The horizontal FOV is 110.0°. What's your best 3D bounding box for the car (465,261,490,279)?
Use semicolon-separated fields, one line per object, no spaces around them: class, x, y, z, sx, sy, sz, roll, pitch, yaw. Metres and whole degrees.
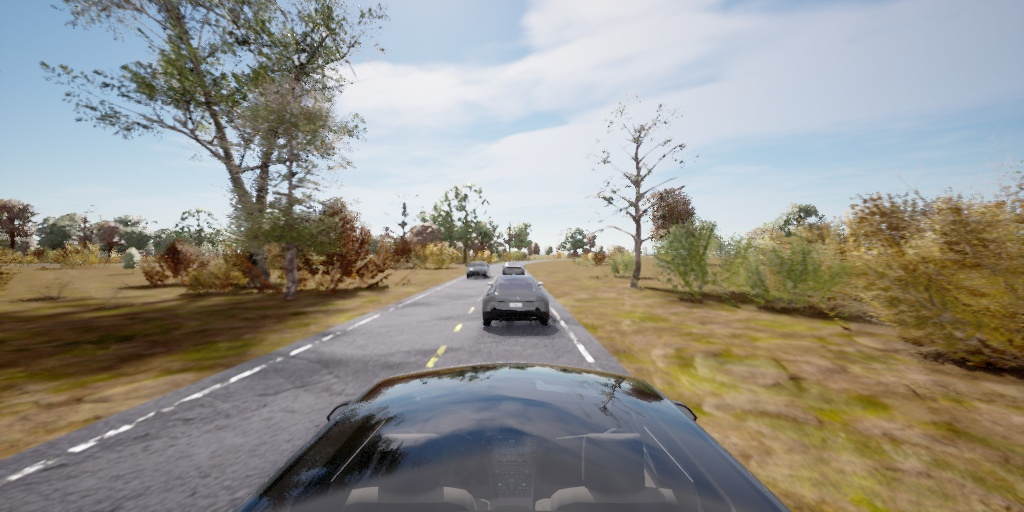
car;-3.054;1.253;32.688;1.837;1.490;4.892;0;0;0

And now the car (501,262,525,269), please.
car;0.121;1.239;30.678;2.128;1.511;4.902;0;0;0

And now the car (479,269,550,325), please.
car;0.109;1.313;11.854;1.994;1.385;4.181;0;0;0
